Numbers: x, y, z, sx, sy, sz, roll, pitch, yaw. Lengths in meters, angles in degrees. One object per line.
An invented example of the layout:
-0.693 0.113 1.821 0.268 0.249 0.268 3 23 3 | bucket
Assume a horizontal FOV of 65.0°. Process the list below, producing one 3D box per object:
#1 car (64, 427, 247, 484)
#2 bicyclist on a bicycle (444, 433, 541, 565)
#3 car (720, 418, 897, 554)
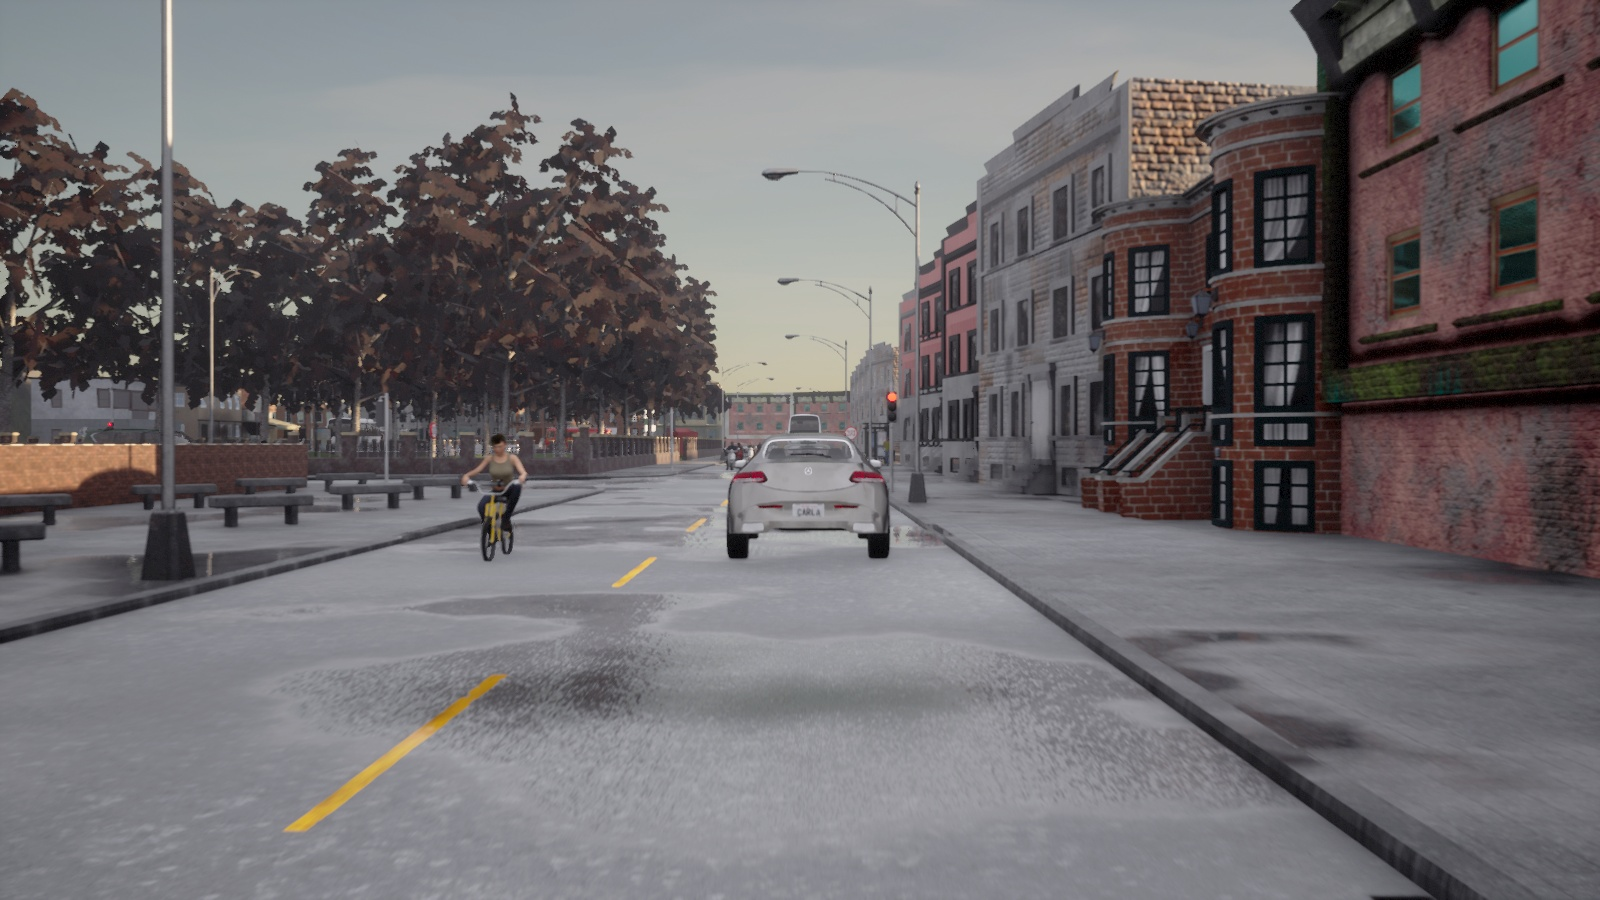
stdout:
-23.400 0.190 45.728 5.566 2.045 2.150 0 0 0 | car
-3.893 0.590 16.008 0.866 1.612 1.509 0 0 0 | bicyclist on a bicycle
0.116 0.425 17.733 2.152 1.651 5.027 0 0 0 | car
